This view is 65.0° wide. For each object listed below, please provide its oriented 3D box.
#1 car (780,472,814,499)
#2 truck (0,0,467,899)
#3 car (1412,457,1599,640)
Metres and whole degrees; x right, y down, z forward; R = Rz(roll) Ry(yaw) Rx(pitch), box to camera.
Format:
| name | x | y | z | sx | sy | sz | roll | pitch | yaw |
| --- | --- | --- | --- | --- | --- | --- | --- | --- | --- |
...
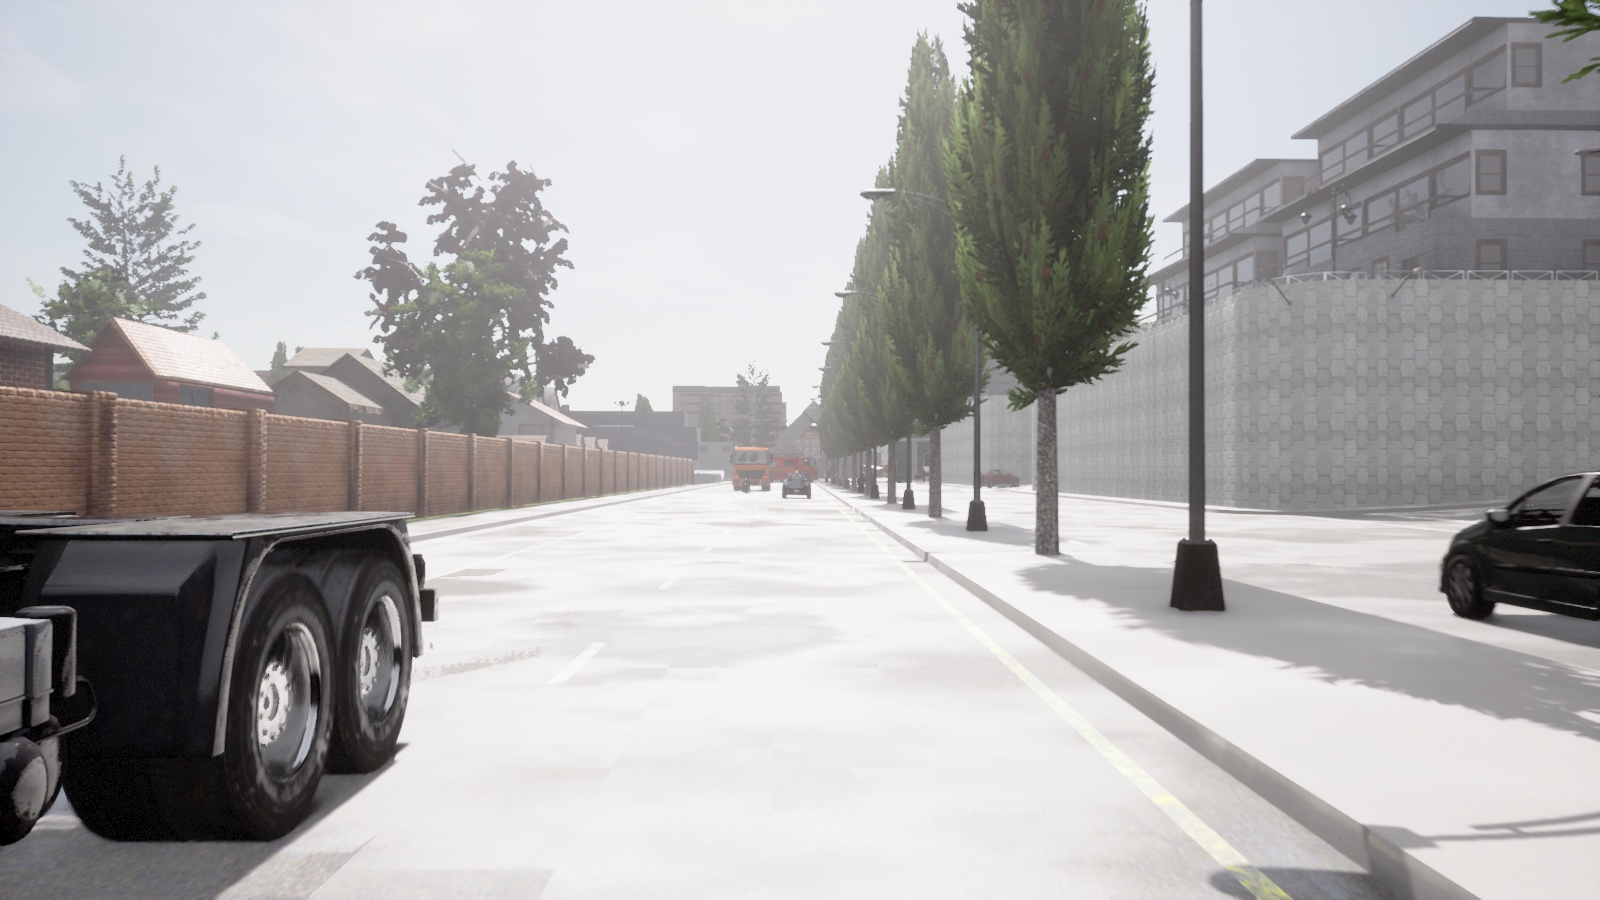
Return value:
| name | x | y | z | sx | sy | sz | roll | pitch | yaw |
| --- | --- | --- | --- | --- | --- | --- | --- | --- | --- |
| car | -0.174 | 2.032 | 71.819 | 1.845 | 1.501 | 3.633 | 0 | -1 | 0 |
| truck | -3.513 | -0.089 | 3.857 | 2.891 | 3.462 | 7.936 | 0 | -1 | 0 |
| car | 7.969 | 0.889 | 12.425 | 1.851 | 1.617 | 3.988 | 0 | -1 | 0 |
